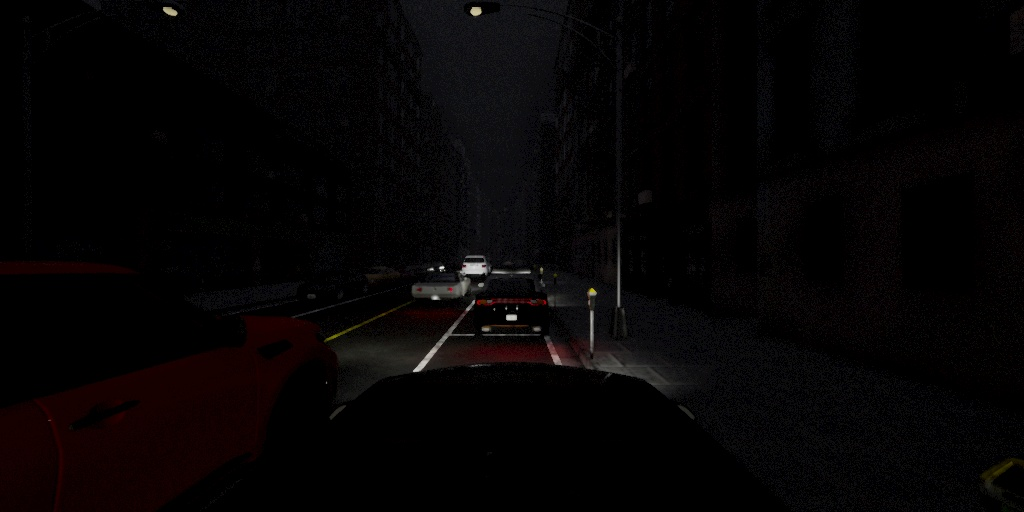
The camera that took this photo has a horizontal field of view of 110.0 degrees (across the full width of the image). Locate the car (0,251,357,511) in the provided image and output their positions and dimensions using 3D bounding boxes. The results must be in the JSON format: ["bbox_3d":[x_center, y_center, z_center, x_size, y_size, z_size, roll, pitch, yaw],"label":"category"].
[{"bbox_3d":[-3.020,0.973,1.644,2.150,2.045,5.566,0,0,0],"label":"car"}]

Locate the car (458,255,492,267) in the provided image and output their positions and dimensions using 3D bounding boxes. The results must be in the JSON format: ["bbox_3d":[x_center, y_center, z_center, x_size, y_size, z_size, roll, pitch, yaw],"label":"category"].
[{"bbox_3d":[-3.020,0.965,31.237,2.150,2.045,5.566,0,0,0],"label":"car"}]

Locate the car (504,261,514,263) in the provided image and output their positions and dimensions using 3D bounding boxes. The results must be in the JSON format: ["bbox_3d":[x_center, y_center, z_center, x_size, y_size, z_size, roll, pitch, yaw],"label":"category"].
[{"bbox_3d":[-0.383,1.315,28.035,1.948,1.339,4.313,0,0,0],"label":"car"}]

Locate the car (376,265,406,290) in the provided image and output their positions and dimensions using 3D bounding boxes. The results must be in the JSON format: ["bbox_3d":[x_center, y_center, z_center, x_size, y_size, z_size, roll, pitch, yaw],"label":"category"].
[{"bbox_3d":[-8.408,1.275,22.461,1.751,1.417,4.829,0,0,0],"label":"car"}]

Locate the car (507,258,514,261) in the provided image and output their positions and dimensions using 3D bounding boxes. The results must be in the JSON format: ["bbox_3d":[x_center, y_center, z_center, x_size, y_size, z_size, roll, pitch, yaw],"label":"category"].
[{"bbox_3d":[-0.383,1.269,39.031,1.751,1.417,4.829,0,0,0],"label":"car"}]

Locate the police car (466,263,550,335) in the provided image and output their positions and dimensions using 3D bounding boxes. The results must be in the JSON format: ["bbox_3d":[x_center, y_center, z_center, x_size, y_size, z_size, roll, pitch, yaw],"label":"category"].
[{"bbox_3d":[-0.012,1.175,10.610,1.930,1.638,5.238,0,0,0],"label":"police car"}]

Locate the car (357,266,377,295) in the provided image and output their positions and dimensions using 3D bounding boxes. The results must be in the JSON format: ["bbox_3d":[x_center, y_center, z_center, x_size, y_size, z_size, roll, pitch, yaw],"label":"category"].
[{"bbox_3d":[-8.408,1.315,17.218,1.948,1.339,4.313,0,0,0],"label":"car"}]

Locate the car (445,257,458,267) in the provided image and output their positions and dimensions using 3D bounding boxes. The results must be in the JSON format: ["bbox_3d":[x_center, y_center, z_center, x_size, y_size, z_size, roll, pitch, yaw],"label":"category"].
[{"bbox_3d":[-8.408,1.052,49.696,2.192,1.841,5.009,0,0,0],"label":"car"}]

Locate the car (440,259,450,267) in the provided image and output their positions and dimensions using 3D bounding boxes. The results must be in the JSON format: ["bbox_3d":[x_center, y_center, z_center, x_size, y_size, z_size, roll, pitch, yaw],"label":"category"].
[{"bbox_3d":[-8.408,1.294,38.870,2.007,1.370,4.403,0,0,0],"label":"car"}]

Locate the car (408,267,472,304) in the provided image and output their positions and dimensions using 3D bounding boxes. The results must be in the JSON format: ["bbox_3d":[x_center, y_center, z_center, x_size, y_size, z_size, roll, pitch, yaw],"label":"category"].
[{"bbox_3d":[-3.019,1.351,16.334,1.895,1.301,4.718,0,0,0],"label":"car"}]

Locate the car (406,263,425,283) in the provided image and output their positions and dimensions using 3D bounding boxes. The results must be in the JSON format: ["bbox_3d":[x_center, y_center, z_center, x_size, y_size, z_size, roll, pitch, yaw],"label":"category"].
[{"bbox_3d":[-8.408,1.331,28.044,1.802,1.307,4.207,0,0,0],"label":"car"}]

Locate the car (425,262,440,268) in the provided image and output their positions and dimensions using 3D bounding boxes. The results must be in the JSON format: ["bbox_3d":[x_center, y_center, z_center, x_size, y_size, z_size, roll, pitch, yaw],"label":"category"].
[{"bbox_3d":[-8.408,1.298,33.457,2.007,1.370,4.403,0,0,0],"label":"car"}]
